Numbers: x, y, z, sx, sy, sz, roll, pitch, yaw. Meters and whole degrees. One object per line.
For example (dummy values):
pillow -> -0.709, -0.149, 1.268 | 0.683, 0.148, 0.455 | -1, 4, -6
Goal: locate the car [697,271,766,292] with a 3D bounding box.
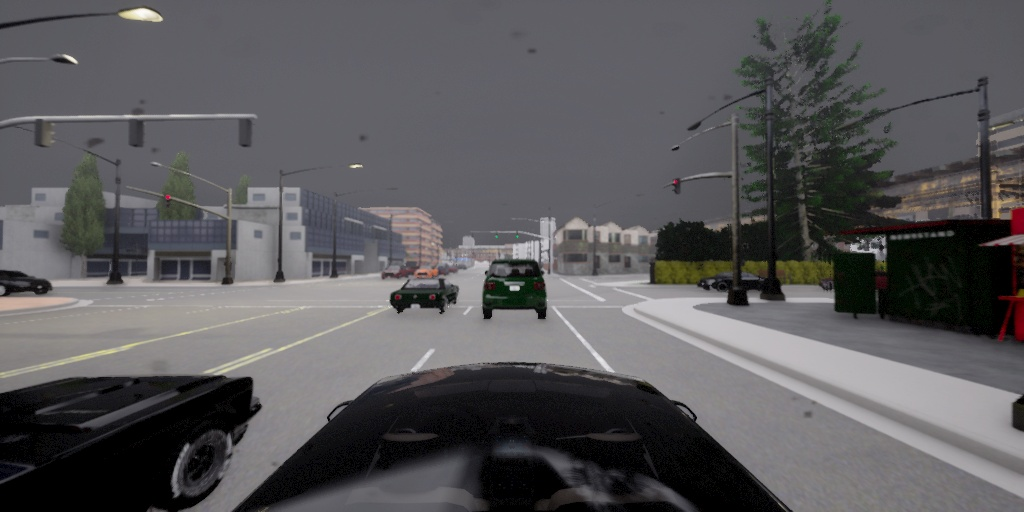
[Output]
car -> 14.764, 1.682, 24.011 | 4.181, 1.385, 1.994 | 0, -1, 0

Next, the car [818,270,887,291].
car -> 23.262, 1.643, 23.938 | 4.674, 1.442, 1.812 | 0, -1, 1

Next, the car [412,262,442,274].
car -> -10.596, 1.919, 44.650 | 2.097, 1.767, 4.553 | 0, -1, 0

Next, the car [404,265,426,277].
car -> -14.090, 2.187, 52.557 | 1.882, 1.535, 5.008 | 0, -1, 0

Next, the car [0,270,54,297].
car -> -29.627, 1.541, 20.673 | 4.892, 1.490, 1.837 | 0, -1, 1

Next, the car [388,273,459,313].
car -> -3.408, 1.545, 14.928 | 1.895, 1.301, 4.718 | 0, -1, 0

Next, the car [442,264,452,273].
car -> -10.596, 2.280, 53.253 | 1.994, 1.385, 4.181 | 0, 0, -1

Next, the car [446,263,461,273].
car -> -10.553, 2.369, 62.000 | 1.895, 1.301, 4.718 | 0, 0, 0

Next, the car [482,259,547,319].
car -> 0.101, 1.145, 13.754 | 2.150, 2.045, 5.566 | 0, -1, 0

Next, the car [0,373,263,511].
car -> -3.402, 1.348, 1.396 | 1.895, 1.301, 4.718 | 0, -1, 0

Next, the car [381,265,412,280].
car -> -14.100, 1.895, 43.343 | 2.097, 1.767, 4.553 | 0, -1, 0
